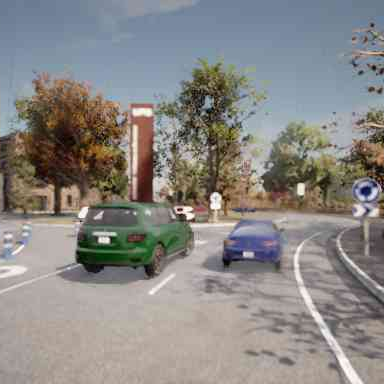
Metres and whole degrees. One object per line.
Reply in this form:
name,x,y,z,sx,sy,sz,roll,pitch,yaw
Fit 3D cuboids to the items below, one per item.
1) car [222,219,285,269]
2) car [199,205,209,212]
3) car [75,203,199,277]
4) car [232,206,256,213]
car,2.265,1.692,11.774,1.812,1.442,4.674,-1,-2,16
car,1.758,3.043,61.088,4.181,1.385,1.994,0,-2,21
car,-1.552,1.364,10.971,2.150,2.045,5.566,0,-1,14
car,9.402,3.035,60.087,4.181,1.385,1.994,-1,-2,41
